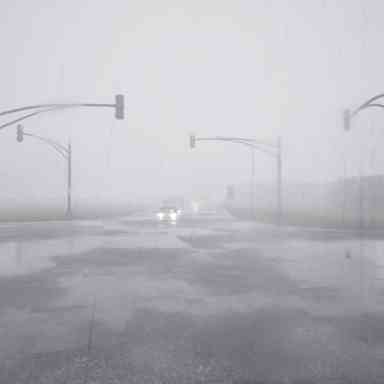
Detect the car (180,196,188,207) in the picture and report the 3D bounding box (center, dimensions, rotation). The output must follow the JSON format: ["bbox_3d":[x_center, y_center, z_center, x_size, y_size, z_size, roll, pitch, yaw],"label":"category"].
[{"bbox_3d":[-2.207,1.485,49.653,2.128,1.511,4.902,0,0,3],"label":"car"}]

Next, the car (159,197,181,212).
[{"bbox_3d":[-2.701,1.599,39.588,1.895,1.301,4.718,0,0,3],"label":"car"}]

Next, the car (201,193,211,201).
[{"bbox_3d":[3.428,1.191,79.156,2.150,2.045,5.566,0,0,5],"label":"car"}]
